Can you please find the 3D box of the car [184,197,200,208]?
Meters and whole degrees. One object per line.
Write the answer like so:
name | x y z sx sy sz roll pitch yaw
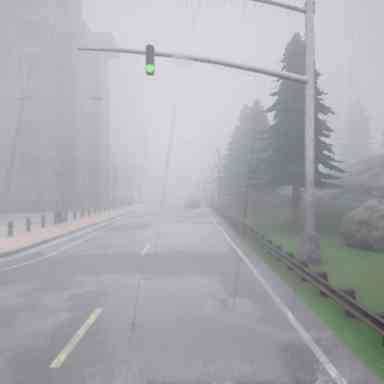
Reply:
car | 0.000 1.355 43.083 1.994 1.385 4.181 0 0 0
